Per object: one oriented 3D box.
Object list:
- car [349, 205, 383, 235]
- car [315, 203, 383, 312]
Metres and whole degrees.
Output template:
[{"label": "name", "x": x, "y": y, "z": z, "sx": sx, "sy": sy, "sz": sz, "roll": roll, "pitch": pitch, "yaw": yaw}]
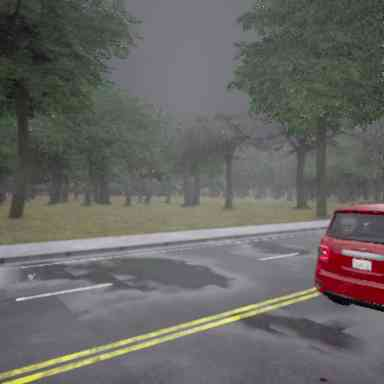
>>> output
[{"label": "car", "x": 11.673, "y": 1.590, "z": 19.997, "sx": 4.892, "sy": 1.490, "sz": 1.837, "roll": 1, "pitch": 0, "yaw": -36}, {"label": "car", "x": 4.826, "y": 1.251, "z": 6.895, "sx": 5.566, "sy": 2.045, "sz": 2.150, "roll": 0, "pitch": 0, "yaw": -37}]
